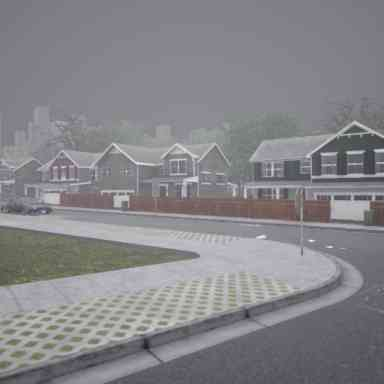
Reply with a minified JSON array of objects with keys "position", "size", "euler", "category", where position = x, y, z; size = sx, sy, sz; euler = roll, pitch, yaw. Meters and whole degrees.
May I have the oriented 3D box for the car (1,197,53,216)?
[{"position":[-13.935,1.168,27.906],"size":[5.357,1.411,2.033],"euler":[1,1,34],"category":"car"}]
